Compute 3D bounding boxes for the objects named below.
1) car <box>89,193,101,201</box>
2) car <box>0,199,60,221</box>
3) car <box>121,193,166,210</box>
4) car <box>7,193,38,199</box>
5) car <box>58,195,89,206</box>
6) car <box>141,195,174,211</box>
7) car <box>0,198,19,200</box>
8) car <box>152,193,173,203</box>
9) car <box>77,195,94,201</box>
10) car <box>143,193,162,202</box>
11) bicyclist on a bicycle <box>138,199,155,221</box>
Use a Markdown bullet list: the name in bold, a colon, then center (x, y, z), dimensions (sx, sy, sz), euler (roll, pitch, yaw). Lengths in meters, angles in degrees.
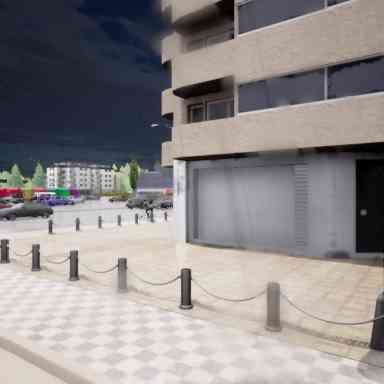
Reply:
- **car**: center (-24.576, 1.211, 82.508), dimensions (1.905, 1.878, 3.866), euler (0, 0, 35)
- **car**: center (-13.964, 1.581, 27.922), dimensions (1.812, 1.442, 4.674), euler (0, 0, 35)
- **car**: center (-6.404, 1.277, 44.854), dimensions (2.150, 2.045, 5.566), euler (0, 0, 35)
- **car**: center (-34.653, 1.208, 68.176), dimensions (1.932, 1.855, 4.605), euler (0, 0, 35)
- **car**: center (-20.790, 1.451, 58.514), dimensions (1.970, 1.475, 3.806), euler (0, 0, 35)
- **car**: center (-3.740, 1.547, 42.554), dimensions (2.128, 1.511, 4.902), euler (0, 0, 35)
- **car**: center (-17.974, 1.533, 28.332), dimensions (1.882, 1.535, 5.008), euler (0, 0, 35)
- **car**: center (-6.181, 1.208, 69.520), dimensions (1.932, 1.855, 4.605), euler (0, 0, 35)
- **car**: center (-26.936, 1.450, 84.185), dimensions (1.970, 1.475, 3.806), euler (0, 0, 35)
- **car**: center (-8.515, 1.211, 71.232), dimensions (1.905, 1.878, 3.866), euler (0, 0, 35)
- **bicyclist on a bicycle**: center (-3.281, 1.356, 24.068), dimensions (1.656, 1.620, 0.582), euler (0, 0, 35)
